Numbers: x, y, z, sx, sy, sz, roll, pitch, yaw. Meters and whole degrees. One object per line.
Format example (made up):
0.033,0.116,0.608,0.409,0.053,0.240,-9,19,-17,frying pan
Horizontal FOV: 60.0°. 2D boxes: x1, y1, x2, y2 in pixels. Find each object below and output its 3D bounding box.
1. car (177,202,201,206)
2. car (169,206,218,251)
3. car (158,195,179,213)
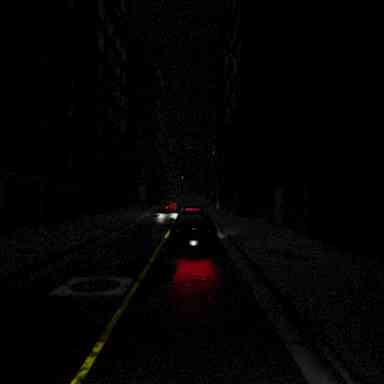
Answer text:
0.086,1.635,29.460,2.128,1.511,4.902,0,0,0,car
0.076,1.579,14.378,1.837,1.490,4.892,0,0,0,car
-2.791,1.412,40.065,2.150,2.045,5.566,0,-1,0,car
